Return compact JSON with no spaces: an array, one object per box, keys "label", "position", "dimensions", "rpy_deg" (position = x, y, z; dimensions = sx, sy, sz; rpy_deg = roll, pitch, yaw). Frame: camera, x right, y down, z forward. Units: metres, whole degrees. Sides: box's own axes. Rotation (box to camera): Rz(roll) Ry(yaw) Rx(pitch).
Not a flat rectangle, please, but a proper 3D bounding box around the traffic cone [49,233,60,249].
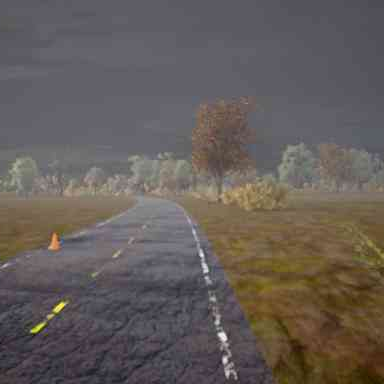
[{"label":"traffic cone","position":[-5.404,1.914,13.088],"dimensions":[0.340,0.580,0.340],"rpy_deg":[0,0,-2]}]
